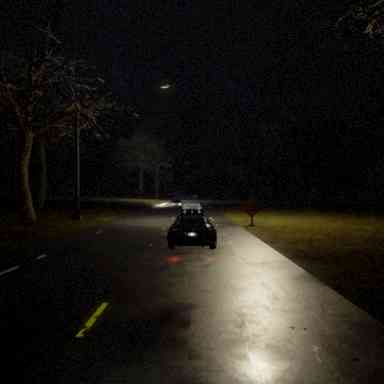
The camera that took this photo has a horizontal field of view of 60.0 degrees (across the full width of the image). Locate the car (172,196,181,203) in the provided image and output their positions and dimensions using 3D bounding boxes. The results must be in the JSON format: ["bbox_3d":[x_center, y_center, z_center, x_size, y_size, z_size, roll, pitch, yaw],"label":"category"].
[{"bbox_3d":[-3.500,1.748,75.949,1.882,1.535,5.008,0,0,0],"label":"car"}]

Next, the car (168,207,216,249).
[{"bbox_3d":[0.000,1.593,14.653,1.994,1.385,4.181,0,0,0],"label":"car"}]

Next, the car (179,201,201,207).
[{"bbox_3d":[0.000,1.692,29.686,1.895,1.301,4.718,0,0,0],"label":"car"}]

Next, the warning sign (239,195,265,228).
[{"bbox_3d":[3.535,1.149,19.669,1.300,1.860,1.060,-1,-1,0],"label":"warning sign"}]
